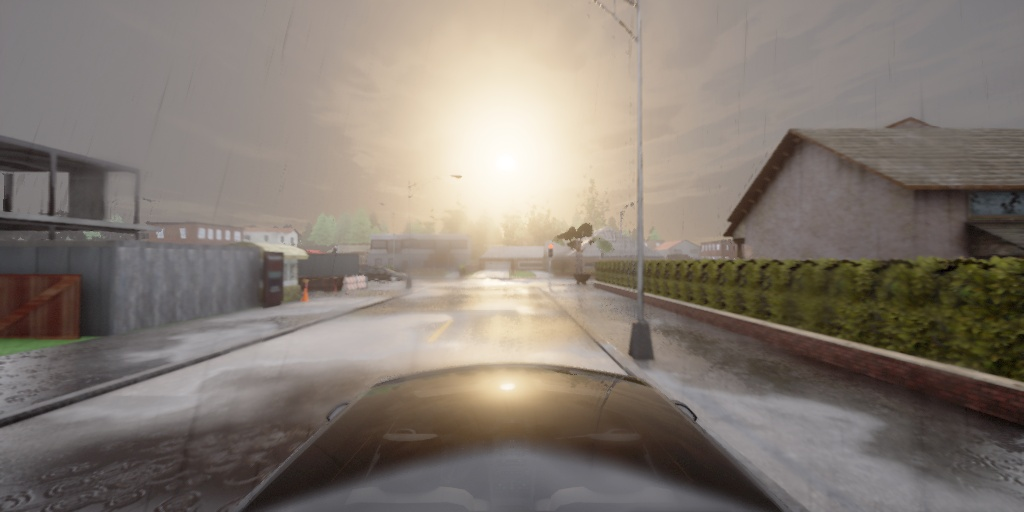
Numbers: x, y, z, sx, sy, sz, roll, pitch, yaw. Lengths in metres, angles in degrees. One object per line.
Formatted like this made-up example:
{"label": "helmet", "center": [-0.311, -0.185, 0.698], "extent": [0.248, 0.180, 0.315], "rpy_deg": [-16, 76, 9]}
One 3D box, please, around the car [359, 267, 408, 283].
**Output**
{"label": "car", "center": [-12.087, 1.760, 33.118], "extent": [4.892, 1.490, 1.837], "rpy_deg": [2, -1, 0]}

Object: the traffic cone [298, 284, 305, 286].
{"label": "traffic cone", "center": [-10.394, 1.787, 17.314], "extent": [0.344, 0.586, 0.344], "rpy_deg": [0, 0, 0]}

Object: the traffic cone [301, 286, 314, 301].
{"label": "traffic cone", "center": [-9.673, 1.809, 16.793], "extent": [0.344, 0.586, 0.344], "rpy_deg": [0, 0, 0]}
